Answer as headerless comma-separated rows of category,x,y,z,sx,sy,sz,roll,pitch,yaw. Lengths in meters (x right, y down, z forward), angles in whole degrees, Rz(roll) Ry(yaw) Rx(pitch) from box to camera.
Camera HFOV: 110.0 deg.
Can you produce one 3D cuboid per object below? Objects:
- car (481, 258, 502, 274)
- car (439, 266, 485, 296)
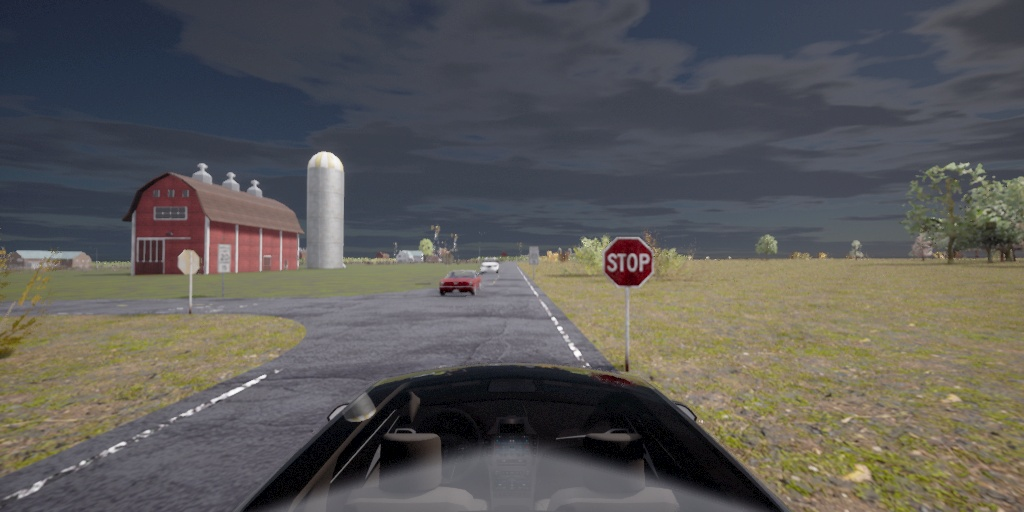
car,-2.858,1.255,47.137,2.150,2.045,5.566,0,0,0
car,-2.794,1.451,20.076,1.895,1.301,4.718,0,0,0
